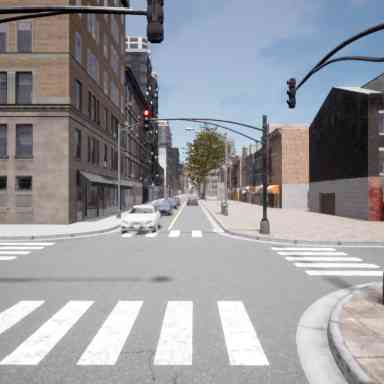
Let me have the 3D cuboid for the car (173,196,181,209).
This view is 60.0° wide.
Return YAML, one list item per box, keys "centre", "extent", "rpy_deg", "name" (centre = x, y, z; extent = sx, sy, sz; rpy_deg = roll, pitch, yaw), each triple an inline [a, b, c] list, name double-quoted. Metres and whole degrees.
- centre: [-2.834, 1.507, 43.405]
  extent: [1.812, 1.442, 4.674]
  rpy_deg: [0, 0, 0]
  name: "car"

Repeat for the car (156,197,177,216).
- centre: [-2.858, 1.532, 32.328]
  extent: [2.033, 1.411, 5.357]
  rpy_deg: [0, 0, 0]
  name: "car"

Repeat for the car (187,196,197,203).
- centre: [0.082, 1.547, 69.286]
  extent: [1.994, 1.385, 4.181]
  rpy_deg: [0, 0, 0]
  name: "car"

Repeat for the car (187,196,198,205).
- centre: [0.081, 1.528, 57.490]
  extent: [2.033, 1.411, 5.357]
  rpy_deg: [0, 0, 1]
  name: "car"

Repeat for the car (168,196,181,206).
- centre: [-2.821, 1.485, 53.767]
  extent: [1.837, 1.490, 4.892]
  rpy_deg: [0, 0, 0]
  name: "car"

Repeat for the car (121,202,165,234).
- centre: [-2.856, 1.518, 19.421]
  extent: [1.812, 1.442, 4.674]
  rpy_deg: [0, 0, 0]
  name: "car"
